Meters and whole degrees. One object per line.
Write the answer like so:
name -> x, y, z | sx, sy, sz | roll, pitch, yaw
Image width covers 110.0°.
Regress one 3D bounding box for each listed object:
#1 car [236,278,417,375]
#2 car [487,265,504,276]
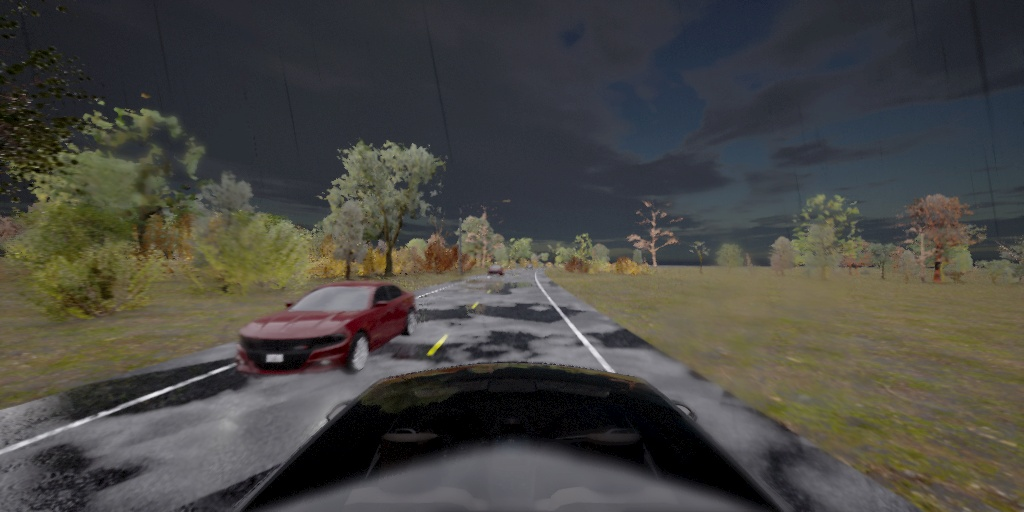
car -> -3.556, 1.298, 7.905 | 1.882, 1.535, 5.008 | 0, -1, 0
car -> -2.174, 1.924, 48.587 | 1.882, 1.535, 5.008 | 0, -1, 4
